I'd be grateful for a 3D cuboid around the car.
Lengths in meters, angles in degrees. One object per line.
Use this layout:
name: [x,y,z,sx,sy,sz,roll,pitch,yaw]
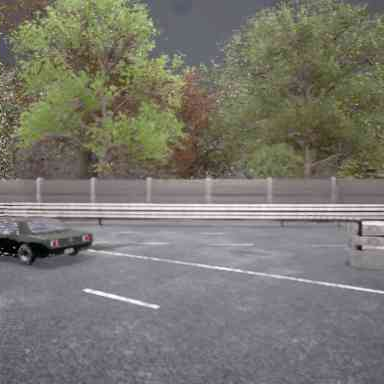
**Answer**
car: [-5.740,1.536,11.394,4.718,1.301,1.895,0,0,29]
